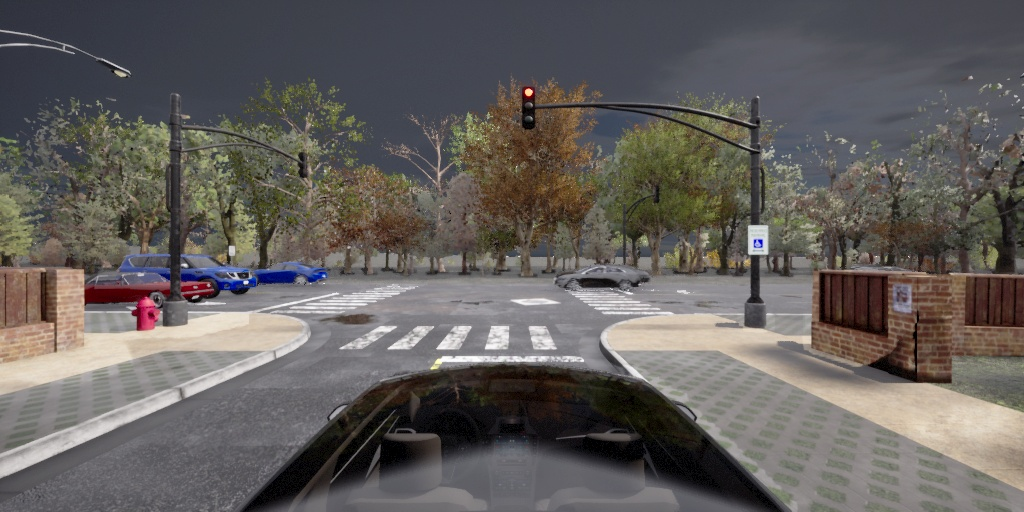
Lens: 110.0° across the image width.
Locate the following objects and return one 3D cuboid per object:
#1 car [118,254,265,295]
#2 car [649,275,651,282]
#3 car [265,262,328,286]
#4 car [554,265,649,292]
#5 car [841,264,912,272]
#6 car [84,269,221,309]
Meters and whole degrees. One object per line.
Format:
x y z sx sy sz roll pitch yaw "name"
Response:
-15.561 0.916 17.247 5.566 2.045 2.150 0 0 0 "car"
6.816 1.312 23.980 4.674 1.442 1.812 0 0 0 "car"
-15.011 1.182 23.950 5.008 1.535 1.882 0 0 0 "car"
4.902 1.268 20.726 4.902 1.511 2.128 0 0 0 "car"
20.693 1.333 20.746 4.892 1.490 1.837 0 0 0 "car"
-14.634 1.294 13.997 4.718 1.301 1.895 0 0 -3 "car"
